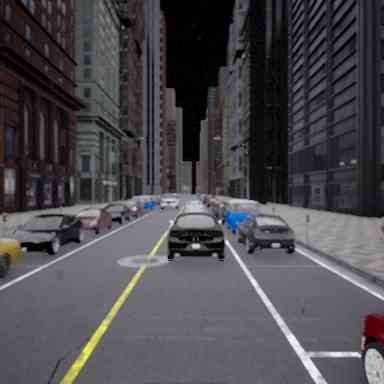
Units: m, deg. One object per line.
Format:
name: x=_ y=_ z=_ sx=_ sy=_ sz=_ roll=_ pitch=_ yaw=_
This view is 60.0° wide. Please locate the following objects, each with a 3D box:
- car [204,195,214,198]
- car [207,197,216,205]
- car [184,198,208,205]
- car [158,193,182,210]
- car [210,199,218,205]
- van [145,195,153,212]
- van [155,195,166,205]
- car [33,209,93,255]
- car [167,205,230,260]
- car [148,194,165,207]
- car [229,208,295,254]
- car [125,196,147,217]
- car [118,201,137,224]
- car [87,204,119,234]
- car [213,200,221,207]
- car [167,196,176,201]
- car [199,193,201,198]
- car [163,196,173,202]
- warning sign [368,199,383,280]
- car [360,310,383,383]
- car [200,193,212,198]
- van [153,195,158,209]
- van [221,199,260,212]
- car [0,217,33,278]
car: x=2.977 y=1.556 z=47.148 sx=1.887 sy=1.381 sz=4.507 roll=0 pitch=0 yaw=0
car: x=2.926 y=1.555 z=35.876 sx=2.008 sy=1.369 sz=4.403 roll=0 pitch=0 yaw=0
car: x=0.230 y=1.527 z=30.516 sx=1.812 sy=1.442 sz=4.674 roll=0 pitch=0 yaw=0
car: x=-2.890 y=1.230 z=43.945 sx=2.150 sy=2.045 sz=5.566 roll=0 pitch=0 yaw=0
car: x=2.900 y=1.583 z=30.240 sx=1.802 sy=1.307 sz=4.206 roll=0 pitch=0 yaw=0
van: x=-5.600 y=1.346 z=35.899 sx=1.690 sy=1.788 sz=3.998 roll=0 pitch=0 yaw=0
van: x=-5.497 y=1.363 z=58.444 sx=1.690 sy=1.788 sz=3.998 roll=0 pitch=0 yaw=0
car: x=-5.702 y=1.564 z=13.352 sx=1.947 sy=1.339 sz=4.313 roll=0 pitch=0 yaw=0
car: x=0.138 y=1.475 z=12.467 sx=1.882 sy=1.535 sz=5.008 roll=0 pitch=0 yaw=0
car: x=-5.523 y=1.331 z=52.808 sx=2.192 sy=1.841 sz=5.009 roll=0 pitch=0 yaw=0
car: x=2.823 y=1.548 z=13.331 sx=2.008 sy=1.369 sz=4.403 roll=0 pitch=0 yaw=0
car: x=-5.625 y=1.442 z=30.263 sx=1.967 sy=1.590 sz=4.097 roll=0 pitch=0 yaw=0
car: x=-5.651 y=1.566 z=24.626 sx=1.947 sy=1.339 sz=4.313 roll=0 pitch=0 yaw=0
car: x=-5.676 y=1.581 z=18.990 sx=1.802 sy=1.307 sz=4.206 roll=0 pitch=0 yaw=0
car: x=2.874 y=1.550 z=24.603 sx=2.008 sy=1.369 sz=4.403 roll=0 pitch=0 yaw=0
car: x=-5.369 y=1.623 z=86.627 sx=1.947 sy=1.339 sz=4.313 roll=0 pitch=0 yaw=0
car: x=3.131 y=1.574 z=81.135 sx=1.752 sy=1.417 sz=4.829 roll=0 pitch=0 yaw=0
car: x=-5.420 y=1.586 z=75.354 sx=1.887 sy=1.381 sz=4.507 roll=0 pitch=0 yaw=0
warning sign: x=5.106 y=1.113 z=7.903 sx=1.300 sy=1.860 sz=1.060 roll=0 pitch=0 yaw=0
car: x=2.772 y=1.544 z=2.059 sx=1.887 sy=1.381 sz=4.507 roll=0 pitch=0 yaw=0
car: x=3.027 y=1.336 z=58.420 sx=2.192 sy=1.841 sz=5.009 roll=0 pitch=0 yaw=0
van: x=-5.574 y=1.349 z=41.535 sx=1.690 sy=1.788 sz=3.998 roll=0 pitch=0 yaw=0
van: x=2.848 y=1.339 z=18.967 sx=1.690 sy=1.788 sz=3.998 roll=0 pitch=0 yaw=0
car: x=-5.728 y=1.524 z=7.546 sx=1.752 sy=1.417 sz=4.829 roll=0 pitch=0 yaw=0
